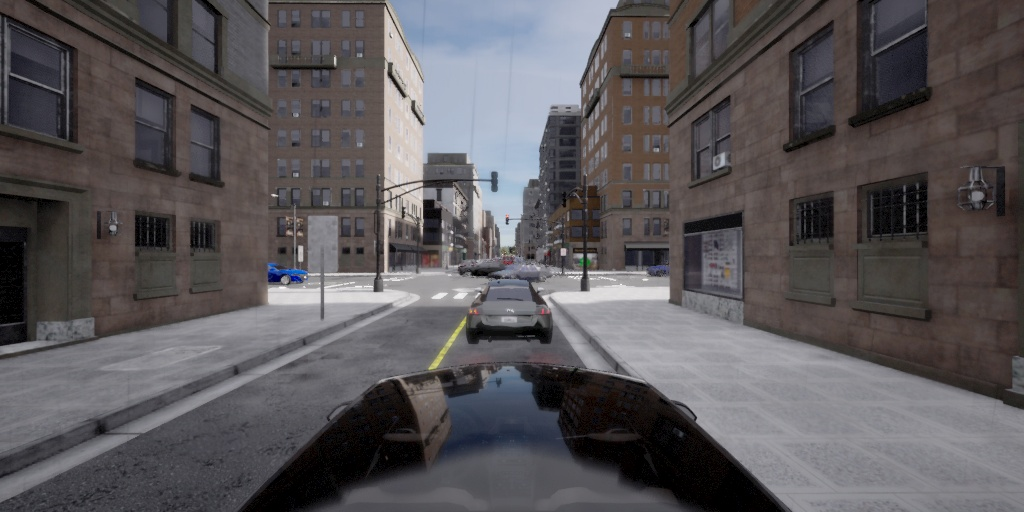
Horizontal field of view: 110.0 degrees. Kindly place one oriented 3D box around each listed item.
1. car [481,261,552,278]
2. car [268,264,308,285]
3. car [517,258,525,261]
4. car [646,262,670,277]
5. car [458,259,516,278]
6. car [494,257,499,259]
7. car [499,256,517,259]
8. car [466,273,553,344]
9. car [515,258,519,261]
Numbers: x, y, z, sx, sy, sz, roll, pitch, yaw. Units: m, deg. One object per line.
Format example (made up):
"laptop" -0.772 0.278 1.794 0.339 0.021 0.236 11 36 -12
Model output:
"car" 0.652 1.291 26.505 5.357 1.411 2.033 0 0 -44
"car" -17.575 1.288 26.167 5.008 1.535 1.882 0 0 1
"car" 1.916 1.356 48.649 1.948 1.339 4.313 0 0 0
"car" 14.930 1.218 33.290 4.674 1.442 1.812 0 0 -1
"car" -2.340 1.243 33.070 5.008 1.535 1.882 0 0 -1
"car" -3.653 1.296 64.265 1.882 1.535 5.008 0 0 0
"car" -0.745 1.039 63.894 2.150 2.045 5.566 0 0 0
"car" -0.067 1.314 9.578 1.994 1.385 4.181 0 0 0
"car" 1.830 1.391 59.671 1.802 1.307 4.207 0 0 0
